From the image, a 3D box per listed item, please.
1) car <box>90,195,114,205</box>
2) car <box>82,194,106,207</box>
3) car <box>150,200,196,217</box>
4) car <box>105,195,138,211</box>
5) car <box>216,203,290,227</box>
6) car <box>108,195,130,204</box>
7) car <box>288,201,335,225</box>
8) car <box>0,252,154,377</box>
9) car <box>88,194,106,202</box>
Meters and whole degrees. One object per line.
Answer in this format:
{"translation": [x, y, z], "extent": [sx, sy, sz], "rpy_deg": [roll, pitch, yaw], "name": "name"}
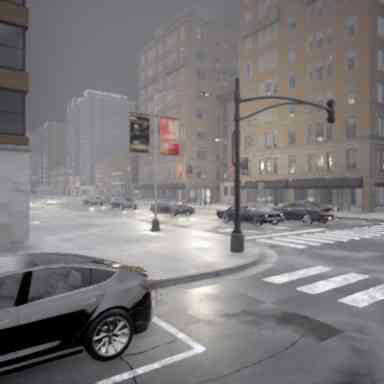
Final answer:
{"translation": [-14.517, 1.220, 53.474], "extent": [2.128, 1.511, 4.902], "rpy_deg": [0, 0, -36], "name": "car"}
{"translation": [-14.001, 1.264, 46.937], "extent": [1.837, 1.490, 4.892], "rpy_deg": [0, 0, -35], "name": "car"}
{"translation": [-1.873, 1.399, 30.006], "extent": [2.033, 1.411, 5.357], "rpy_deg": [0, 0, -36], "name": "car"}
{"translation": [-7.941, 1.310, 38.448], "extent": [1.837, 1.490, 4.892], "rpy_deg": [0, 0, -36], "name": "car"}
{"translation": [3.794, 1.498, 22.130], "extent": [1.895, 1.301, 4.718], "rpy_deg": [0, 0, -36], "name": "car"}
{"translation": [-12.321, 1.280, 55.986], "extent": [1.994, 1.385, 4.181], "rpy_deg": [0, 0, -36], "name": "car"}
{"translation": [7.379, 1.401, 23.117], "extent": [1.837, 1.490, 4.892], "rpy_deg": [1, 0, -35], "name": "car"}
{"translation": [-2.568, 1.565, 4.357], "extent": [4.313, 1.339, 1.947], "rpy_deg": [0, 0, -35], "name": "car"}
{"translation": [-18.486, 1.151, 64.553], "extent": [1.882, 1.535, 5.008], "rpy_deg": [0, 0, -36], "name": "car"}
